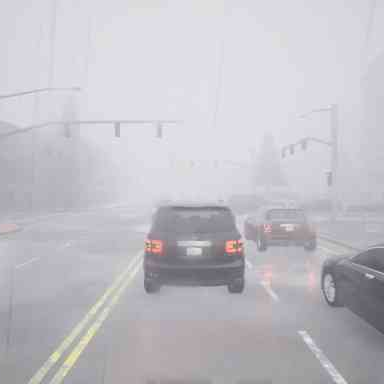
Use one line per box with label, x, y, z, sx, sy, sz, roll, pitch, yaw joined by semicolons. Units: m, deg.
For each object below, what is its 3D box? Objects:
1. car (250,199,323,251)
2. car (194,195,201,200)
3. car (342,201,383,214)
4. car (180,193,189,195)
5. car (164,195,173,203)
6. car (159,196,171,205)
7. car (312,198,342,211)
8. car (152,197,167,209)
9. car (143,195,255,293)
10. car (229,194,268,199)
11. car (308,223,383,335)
car;3.535;1.352;14.162;2.097;1.767;4.553;0;0;0
car;1.467;1.552;90.364;1.994;1.385;4.181;0;0;-1
car;18.487;1.601;34.169;4.718;1.301;1.895;0;0;-2
car;-1.790;1.496;80.218;1.837;1.490;4.892;0;0;-1
car;-5.112;1.477;72.776;1.882;1.535;5.008;0;0;-1
car;-4.884;1.525;60.331;1.812;1.442;4.674;0;0;-1
car;14.438;1.505;37.562;4.892;1.490;1.837;0;0;-2
car;-4.548;1.477;47.271;1.882;1.535;5.008;0;0;-2
car;0.054;1.221;8.984;2.150;2.045;5.566;0;0;0
car;5.897;1.221;30.588;5.566;2.045;2.150;0;1;15
car;3.607;1.505;5.081;1.837;1.490;4.892;0;0;0
